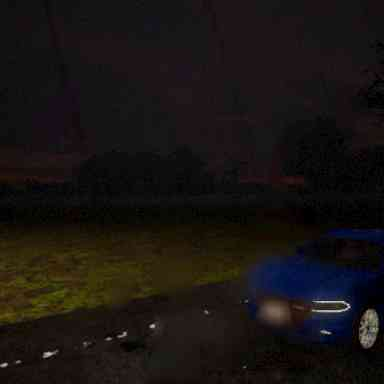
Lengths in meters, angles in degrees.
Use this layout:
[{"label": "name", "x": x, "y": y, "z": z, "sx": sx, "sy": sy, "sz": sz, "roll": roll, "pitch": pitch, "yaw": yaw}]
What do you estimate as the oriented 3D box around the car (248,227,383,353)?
[{"label": "car", "x": 3.240, "y": 1.471, "z": 6.305, "sx": 5.008, "sy": 1.535, "sz": 1.882, "roll": 0, "pitch": 0, "yaw": -36}]
